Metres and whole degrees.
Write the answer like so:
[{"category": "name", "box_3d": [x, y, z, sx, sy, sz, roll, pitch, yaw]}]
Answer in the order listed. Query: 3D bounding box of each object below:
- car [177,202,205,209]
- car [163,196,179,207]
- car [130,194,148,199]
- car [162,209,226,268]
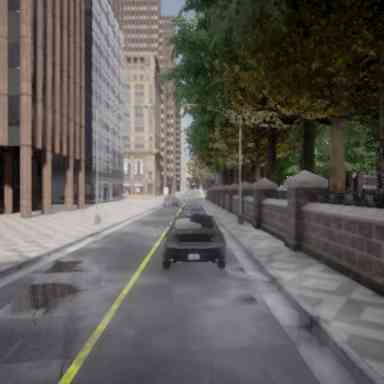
[{"category": "car", "box_3d": [0.079, 1.577, 25.485, 1.895, 1.301, 4.718, 0, 0, 1]}, {"category": "car", "box_3d": [-3.044, 1.311, 49.324, 2.097, 1.767, 4.553, 0, 0, 0]}, {"category": "car", "box_3d": [-14.867, 1.284, 93.905, 4.829, 1.417, 1.752, 1, 0, 0]}, {"category": "car", "box_3d": [0.072, 1.488, 11.144, 1.837, 1.490, 4.892, 0, -1, 0]}]
